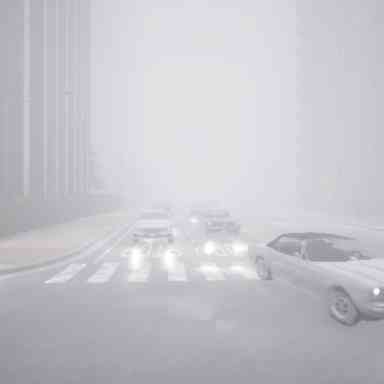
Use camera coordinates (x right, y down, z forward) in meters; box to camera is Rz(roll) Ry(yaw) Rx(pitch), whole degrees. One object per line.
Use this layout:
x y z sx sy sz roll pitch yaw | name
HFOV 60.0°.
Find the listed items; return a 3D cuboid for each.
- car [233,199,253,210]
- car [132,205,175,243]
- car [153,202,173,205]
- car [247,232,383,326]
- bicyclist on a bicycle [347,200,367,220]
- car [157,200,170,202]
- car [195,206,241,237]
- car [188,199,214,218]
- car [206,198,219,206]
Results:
6.907 1.654 45.321 1.882 1.535 5.008 0 0 -4 | car
-1.886 1.610 16.831 1.812 1.442 4.674 0 0 -4 | car
-2.471 1.708 25.917 1.895 1.301 4.718 0 0 -4 | car
2.995 1.628 7.367 1.895 1.301 4.718 0 0 -15 | car
13.019 1.439 26.250 1.656 1.620 0.582 0 0 -4 | bicyclist on a bicycle
-3.113 1.625 36.364 2.128 1.511 4.902 0 0 -3 | car
1.474 1.698 19.013 1.895 1.301 4.718 0 0 -4 | car
0.619 1.678 32.608 2.033 1.411 5.357 0 0 -3 | car
2.650 1.657 49.743 1.882 1.535 5.008 0 0 -11 | car
